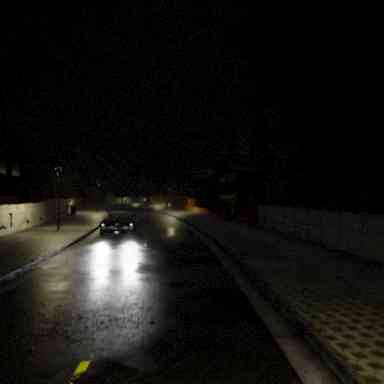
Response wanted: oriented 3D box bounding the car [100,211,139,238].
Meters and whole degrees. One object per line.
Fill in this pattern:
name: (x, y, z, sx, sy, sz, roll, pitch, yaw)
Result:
car: (-4.118, 1.787, 19.314, 1.895, 1.301, 4.718, 0, -1, -7)
